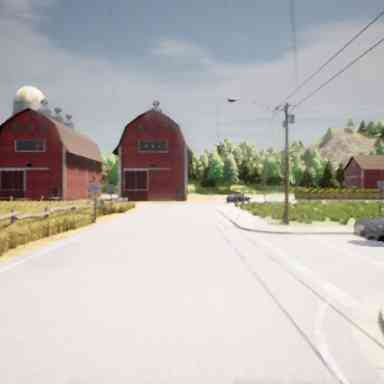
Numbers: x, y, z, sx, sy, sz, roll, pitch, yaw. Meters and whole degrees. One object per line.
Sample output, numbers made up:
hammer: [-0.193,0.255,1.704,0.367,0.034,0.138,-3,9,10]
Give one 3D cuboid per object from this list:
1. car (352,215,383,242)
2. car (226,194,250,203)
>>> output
car: [9.218,1.363,13.669,4.902,1.511,2.128,0,1,-1]
car: [7.270,0.999,51.145,4.674,1.442,1.812,-1,1,-37]
